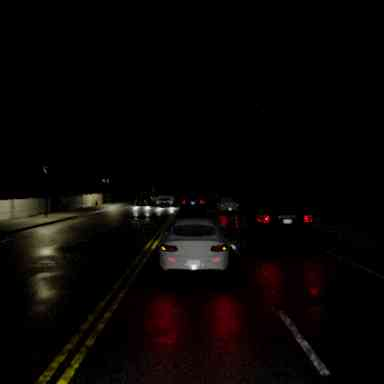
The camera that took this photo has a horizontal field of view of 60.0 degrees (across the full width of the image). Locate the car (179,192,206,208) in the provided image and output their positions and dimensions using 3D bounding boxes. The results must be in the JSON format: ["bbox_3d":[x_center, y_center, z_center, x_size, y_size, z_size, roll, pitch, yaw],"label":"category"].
[{"bbox_3d":[0.078,0.972,29.300,2.150,2.045,5.566,0,0,0],"label":"car"}]

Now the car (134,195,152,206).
[{"bbox_3d":[-6.604,1.126,45.077,1.837,1.490,4.892,0,0,0],"label":"car"}]

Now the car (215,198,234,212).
[{"bbox_3d":[3.330,1.260,31.317,1.812,1.442,4.674,0,0,0],"label":"car"}]

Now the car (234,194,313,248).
[{"bbox_3d":[3.331,1.096,14.247,2.150,2.045,5.566,0,0,0],"label":"car"}]

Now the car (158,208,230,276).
[{"bbox_3d":[0.065,1.438,9.929,1.812,1.442,4.674,0,1,0],"label":"car"}]

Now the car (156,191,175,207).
[{"bbox_3d":[-3.358,0.853,43.769,2.150,2.045,5.566,0,0,0],"label":"car"}]
